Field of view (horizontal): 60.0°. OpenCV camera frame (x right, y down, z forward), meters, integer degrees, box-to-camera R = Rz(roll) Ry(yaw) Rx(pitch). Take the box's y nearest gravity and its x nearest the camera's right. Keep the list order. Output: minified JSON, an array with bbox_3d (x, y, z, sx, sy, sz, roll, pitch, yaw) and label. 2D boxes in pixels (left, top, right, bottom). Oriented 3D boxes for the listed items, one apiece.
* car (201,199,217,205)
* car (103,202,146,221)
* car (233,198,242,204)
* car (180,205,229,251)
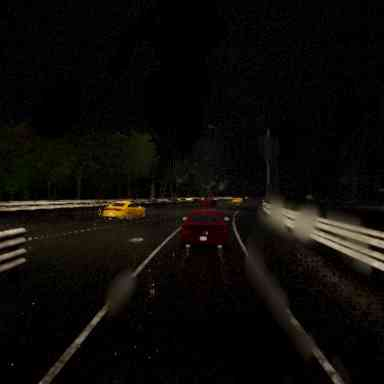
[{"bbox_3d":[3.010,1.866,56.578,1.882,1.535,5.008,0,-1,17],"label":"car"},{"bbox_3d":[-5.573,1.576,28.197,1.882,1.535,5.008,1,0,17],"label":"car"},{"bbox_3d":[11.705,2.181,85.329,1.882,1.535,5.008,0,-1,17],"label":"car"},{"bbox_3d":[0.596,1.552,14.588,1.882,1.535,5.008,0,0,4],"label":"car"}]
